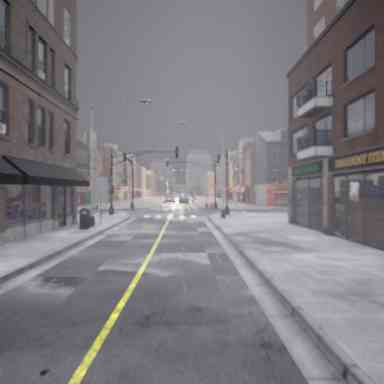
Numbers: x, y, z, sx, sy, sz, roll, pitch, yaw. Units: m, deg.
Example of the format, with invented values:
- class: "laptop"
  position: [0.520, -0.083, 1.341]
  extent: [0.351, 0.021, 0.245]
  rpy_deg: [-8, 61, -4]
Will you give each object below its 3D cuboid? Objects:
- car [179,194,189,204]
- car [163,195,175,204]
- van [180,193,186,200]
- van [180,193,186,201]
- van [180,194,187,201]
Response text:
- class: "car"
  position: [-1.544, 1.508, 62.156]
  extent: [1.947, 1.339, 4.313]
  rpy_deg: [0, 0, -2]
- class: "car"
  position: [-4.153, 1.294, 61.303]
  extent: [2.097, 1.767, 4.553]
  rpy_deg: [0, 0, -2]
- class: "van"
  position: [-2.464, 1.268, 90.169]
  extent: [1.690, 1.788, 3.998]
  rpy_deg: [0, 0, -2]
- class: "van"
  position: [-2.281, 1.269, 84.567]
  extent: [1.690, 1.788, 3.998]
  rpy_deg: [0, 0, -2]
- class: "van"
  position: [-2.097, 1.271, 78.964]
  extent: [1.690, 1.788, 3.998]
  rpy_deg: [0, 0, -2]
